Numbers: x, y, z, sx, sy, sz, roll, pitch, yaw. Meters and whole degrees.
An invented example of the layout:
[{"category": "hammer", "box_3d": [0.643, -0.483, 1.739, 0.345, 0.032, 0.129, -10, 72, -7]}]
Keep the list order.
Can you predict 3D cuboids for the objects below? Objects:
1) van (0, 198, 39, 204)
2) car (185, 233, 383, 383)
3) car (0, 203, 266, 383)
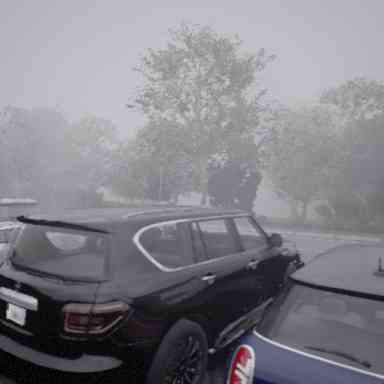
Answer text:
[{"category": "van", "box_3d": [-6.904, 1.186, 9.937, 1.878, 1.987, 4.442, 0, 0, 36]}, {"category": "car", "box_3d": [2.177, 1.354, 3.556, 2.185, 1.767, 4.553, 0, 0, 36]}, {"category": "car", "box_3d": [-0.043, 1.210, 5.215, 2.435, 2.045, 5.566, 0, 0, 36]}]
